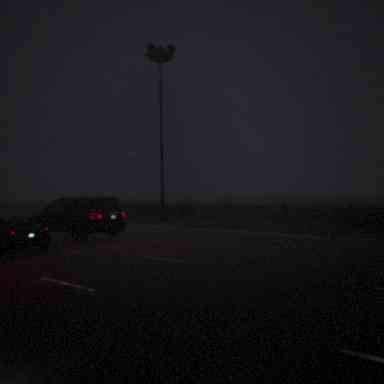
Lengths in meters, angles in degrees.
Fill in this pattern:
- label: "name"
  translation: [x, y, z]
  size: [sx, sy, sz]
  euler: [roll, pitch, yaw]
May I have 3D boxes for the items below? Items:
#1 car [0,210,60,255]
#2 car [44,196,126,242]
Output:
- label: "car"
  translation: [-7.634, 1.613, 13.554]
  size: [4.181, 1.385, 1.994]
  euler: [-1, 0, 35]
- label: "car"
  translation: [-5.736, 1.229, 16.493]
  size: [5.566, 2.045, 2.150]
  euler: [0, 0, 35]
